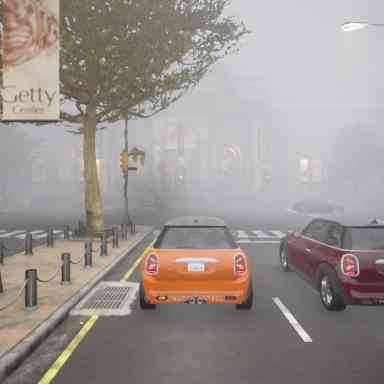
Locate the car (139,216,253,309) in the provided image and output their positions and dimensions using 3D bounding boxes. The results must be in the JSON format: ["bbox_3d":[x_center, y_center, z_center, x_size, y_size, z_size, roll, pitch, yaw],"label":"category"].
[{"bbox_3d":[0.084,1.352,8.003,2.097,1.767,4.553,0,0,0],"label":"car"}]

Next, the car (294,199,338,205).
[{"bbox_3d":[12.493,1.491,32.943,4.902,1.511,2.128,0,0,0],"label":"car"}]

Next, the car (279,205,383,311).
[{"bbox_3d":[3.584,1.352,7.907,2.097,1.767,4.553,0,0,0],"label":"car"}]
